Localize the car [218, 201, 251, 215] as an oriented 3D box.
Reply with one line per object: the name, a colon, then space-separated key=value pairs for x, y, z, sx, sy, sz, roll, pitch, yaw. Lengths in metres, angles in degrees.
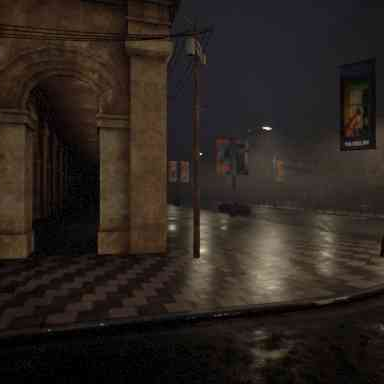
car: x=4.224 y=1.595 z=33.572 sx=1.895 sy=1.301 sz=4.718 roll=0 pitch=0 yaw=-15
